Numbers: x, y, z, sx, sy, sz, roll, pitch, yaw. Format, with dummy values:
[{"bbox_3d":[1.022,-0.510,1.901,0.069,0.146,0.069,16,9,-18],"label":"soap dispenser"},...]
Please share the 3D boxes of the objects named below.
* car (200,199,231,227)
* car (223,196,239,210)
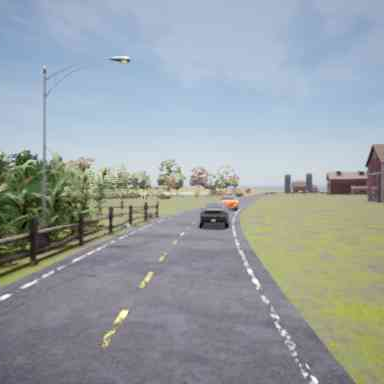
[{"bbox_3d":[1.580,1.474,22.588,1.837,1.490,4.892,0,0,6],"label":"car"},{"bbox_3d":[4.653,1.269,40.917,2.097,1.767,4.553,0,0,12],"label":"car"}]
